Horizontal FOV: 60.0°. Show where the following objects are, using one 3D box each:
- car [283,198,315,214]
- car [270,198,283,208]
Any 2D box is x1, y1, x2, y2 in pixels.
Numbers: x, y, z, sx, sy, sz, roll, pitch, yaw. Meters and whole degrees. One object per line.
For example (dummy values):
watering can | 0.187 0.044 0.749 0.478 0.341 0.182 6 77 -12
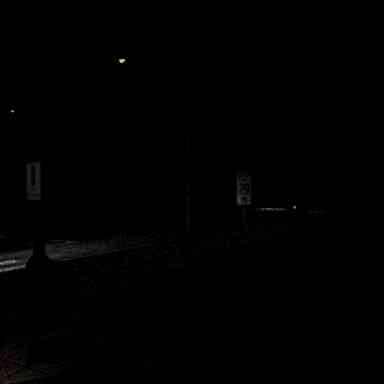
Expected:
car | 11.778 1.562 35.993 1.994 1.385 4.181 -1 -1 35
car | 13.078 1.613 49.080 1.812 1.442 4.674 -1 -1 35
